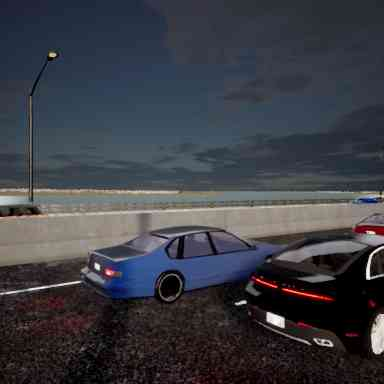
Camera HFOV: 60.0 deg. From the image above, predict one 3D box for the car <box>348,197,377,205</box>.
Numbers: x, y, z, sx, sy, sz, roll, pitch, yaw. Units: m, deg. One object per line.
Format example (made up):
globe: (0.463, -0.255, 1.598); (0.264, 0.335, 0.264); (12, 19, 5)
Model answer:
car: (23.828, 1.480, 46.400); (5.008, 1.535, 1.882); (0, 0, -34)

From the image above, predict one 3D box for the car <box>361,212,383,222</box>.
car: (8.588, 1.566, 14.149); (4.181, 1.385, 1.994); (0, 0, -36)

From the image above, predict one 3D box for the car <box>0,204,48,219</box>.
car: (-8.809, 1.352, 14.898); (4.553, 1.767, 2.097); (0, 0, -36)

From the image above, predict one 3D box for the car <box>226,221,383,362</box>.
car: (3.101, 1.505, 5.957); (4.892, 1.490, 1.837); (0, 0, -36)

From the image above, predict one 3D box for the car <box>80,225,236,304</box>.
car: (0.138, 1.548, 8.143); (5.357, 1.411, 2.033); (0, 0, -36)
